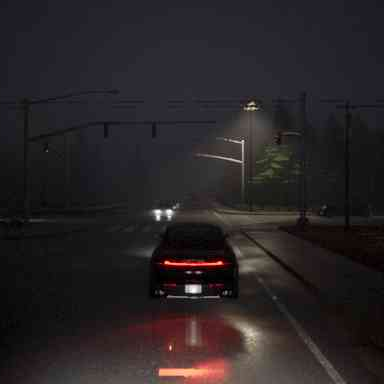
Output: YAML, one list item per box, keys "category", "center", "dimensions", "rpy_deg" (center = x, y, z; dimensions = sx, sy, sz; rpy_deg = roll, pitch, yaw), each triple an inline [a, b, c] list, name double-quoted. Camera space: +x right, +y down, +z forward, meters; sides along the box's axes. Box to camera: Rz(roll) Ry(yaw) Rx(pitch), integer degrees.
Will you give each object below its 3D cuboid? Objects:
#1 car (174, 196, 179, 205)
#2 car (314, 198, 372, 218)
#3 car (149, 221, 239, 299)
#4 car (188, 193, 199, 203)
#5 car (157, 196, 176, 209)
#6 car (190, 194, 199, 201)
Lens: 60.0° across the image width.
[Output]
- category: "car"
  center: [-3.572, 1.465, 55.124]
  dimensions: [1.882, 1.535, 5.008]
  rpy_deg: [0, 0, 0]
- category: "car"
  center: [13.316, 1.371, 29.599]
  dimensions: [4.553, 1.767, 2.097]
  rpy_deg: [0, 0, 1]
- category: "car"
  center: [0.047, 1.499, 8.439]
  dimensions: [1.837, 1.490, 4.892]
  rpy_deg: [0, 0, 1]
- category: "car"
  center: [0.296, 1.208, 70.472]
  dimensions: [2.150, 2.045, 5.566]
  rpy_deg: [0, 0, 2]
- category: "car"
  center: [-3.599, 1.590, 44.843]
  dimensions: [1.895, 1.301, 4.718]
  rpy_deg: [0, 0, 0]
- category: "car"
  center: [0.567, 1.337, 80.865]
  dimensions: [2.097, 1.767, 4.553]
  rpy_deg: [0, 0, 2]
